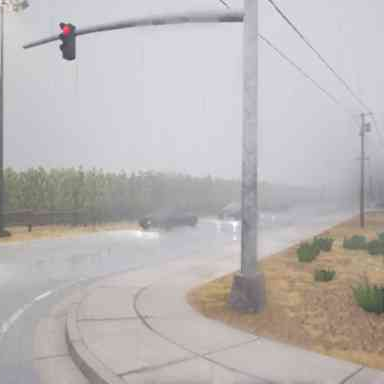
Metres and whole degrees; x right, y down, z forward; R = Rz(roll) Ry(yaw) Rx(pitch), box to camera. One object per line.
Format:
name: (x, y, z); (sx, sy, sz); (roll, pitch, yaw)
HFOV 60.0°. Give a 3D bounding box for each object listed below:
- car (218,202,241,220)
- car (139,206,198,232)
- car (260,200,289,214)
car: (3.949, 1.589, 29.058); (1.812, 1.442, 4.674); (0, 0, 32)
car: (-1.372, 1.584, 20.709); (1.994, 1.385, 4.181); (0, 0, 33)
car: (9.536, 1.655, 37.866); (2.033, 1.411, 5.357); (0, 0, 33)
